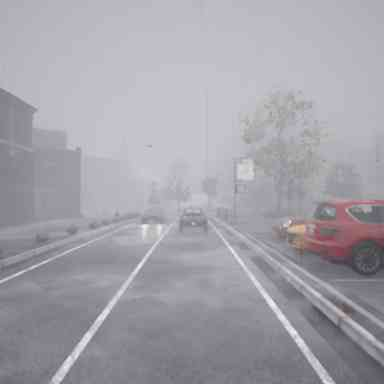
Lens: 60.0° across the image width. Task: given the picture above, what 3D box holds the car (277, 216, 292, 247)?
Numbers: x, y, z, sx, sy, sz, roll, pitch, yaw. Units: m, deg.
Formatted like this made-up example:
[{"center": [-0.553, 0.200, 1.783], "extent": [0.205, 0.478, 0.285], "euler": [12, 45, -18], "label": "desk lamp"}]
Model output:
[{"center": [6.211, 1.544, 12.953], "extent": [5.008, 1.535, 2.097], "euler": [0, -1, -1], "label": "car"}]

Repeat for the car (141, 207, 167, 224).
[{"center": [-3.292, 2.083, 29.911], "extent": [2.033, 1.411, 5.357], "euler": [0, -2, 0], "label": "car"}]

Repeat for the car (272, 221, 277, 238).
[{"center": [6.207, 1.452, 15.990], "extent": [4.553, 1.767, 2.185], "euler": [0, -1, -1], "label": "car"}]

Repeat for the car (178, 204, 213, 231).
[{"center": [0.081, 1.807, 22.856], "extent": [2.128, 1.511, 4.902], "euler": [0, -2, 0], "label": "car"}]

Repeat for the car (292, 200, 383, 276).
[{"center": [6.263, 1.261, 10.039], "extent": [5.566, 2.045, 2.435], "euler": [0, 0, 0], "label": "car"}]
